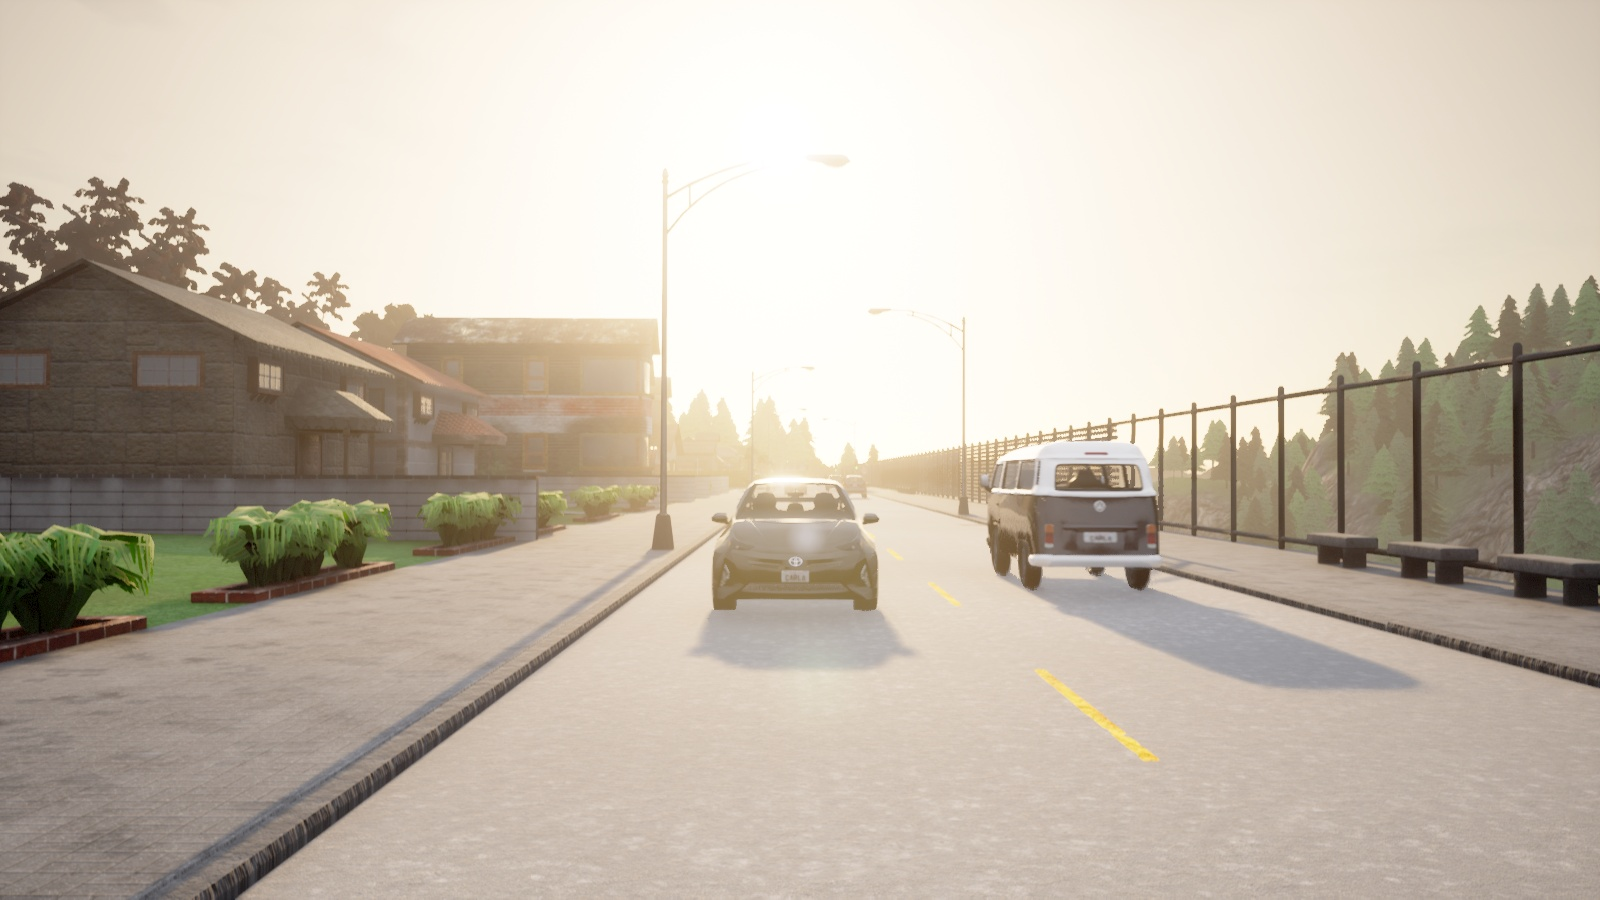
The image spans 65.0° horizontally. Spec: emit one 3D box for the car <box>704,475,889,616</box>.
[{"bbox_3d":[-0.049,1.078,15.893,2.007,1.525,4.514,0,-1,0],"label":"car"}]

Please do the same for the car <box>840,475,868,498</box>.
[{"bbox_3d":[3.724,2.487,86.830,1.789,1.549,3.705,0,-1,0],"label":"car"}]

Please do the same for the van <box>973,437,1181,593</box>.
[{"bbox_3d":[3.941,0.894,18.707,2.069,2.038,4.480,0,-1,0],"label":"van"}]
